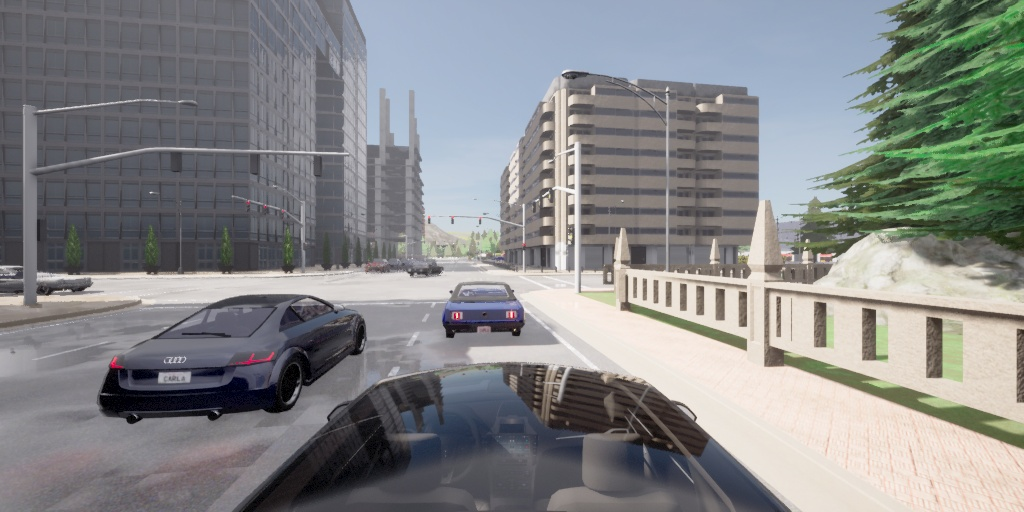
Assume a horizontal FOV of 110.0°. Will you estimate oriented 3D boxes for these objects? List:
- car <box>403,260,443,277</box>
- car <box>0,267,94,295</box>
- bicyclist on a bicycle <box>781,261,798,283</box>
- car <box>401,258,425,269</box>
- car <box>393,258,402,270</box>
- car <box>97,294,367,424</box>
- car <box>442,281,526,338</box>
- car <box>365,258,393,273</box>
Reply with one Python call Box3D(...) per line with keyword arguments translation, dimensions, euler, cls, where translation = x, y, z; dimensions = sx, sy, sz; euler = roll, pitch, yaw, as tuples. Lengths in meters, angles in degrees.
Box3D(translation=(-8.514, 1.354, 35.538), dimensions=(1.895, 1.301, 4.718), euler=(0, 0, 12), cls="car")
Box3D(translation=(-25.889, 1.406, 19.223), dimensions=(4.718, 1.301, 1.895), euler=(0, 0, -7), cls="car")
Box3D(translation=(16.443, 1.106, 21.578), dimensions=(0.582, 1.620, 1.656), euler=(0, 0, -8), cls="bicyclist on a bicycle")
Box3D(translation=(-13.316, 1.276, 48.372), dimensions=(1.812, 1.442, 4.674), euler=(0, 0, -8), cls="car")
Box3D(translation=(-17.362, 1.102, 52.046), dimensions=(2.097, 1.767, 4.553), euler=(0, 0, -8), cls="car")
Box3D(translation=(-3.928, 1.314, 5.963), dimensions=(1.994, 1.385, 4.181), euler=(0, 0, -6), cls="car")
Box3D(translation=(-0.847, 1.351, 10.200), dimensions=(1.895, 1.301, 4.718), euler=(0, 0, -6), cls="car")
Box3D(translation=(-16.162, 1.102, 43.276), dimensions=(2.097, 1.767, 4.553), euler=(0, 0, -8), cls="car")
